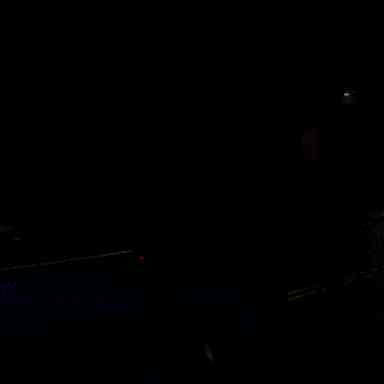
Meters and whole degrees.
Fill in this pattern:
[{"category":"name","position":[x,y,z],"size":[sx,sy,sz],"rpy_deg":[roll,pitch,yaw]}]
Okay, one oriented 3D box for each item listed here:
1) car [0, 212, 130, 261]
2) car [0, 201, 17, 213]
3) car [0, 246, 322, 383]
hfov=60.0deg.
[{"category":"car","position":[-3.027,1.348,5.517],"size":[4.553,1.767,2.097],"rpy_deg":[-1,0,-35]},{"category":"car","position":[-6.491,1.231,7.040],"size":[5.566,2.045,2.150],"rpy_deg":[-1,0,-36]},{"category":"car","position":[-0.942,1.472,2.769],"size":[5.008,1.535,1.882],"rpy_deg":[0,0,-35]}]
